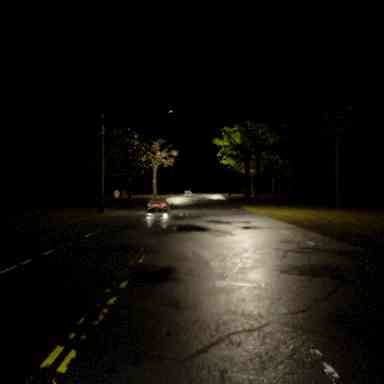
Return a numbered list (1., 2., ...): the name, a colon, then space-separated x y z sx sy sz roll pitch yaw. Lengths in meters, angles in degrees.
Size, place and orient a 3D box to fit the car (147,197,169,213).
1. car: -3.628 1.299 36.004 2.097 1.767 4.553 0 0 0
